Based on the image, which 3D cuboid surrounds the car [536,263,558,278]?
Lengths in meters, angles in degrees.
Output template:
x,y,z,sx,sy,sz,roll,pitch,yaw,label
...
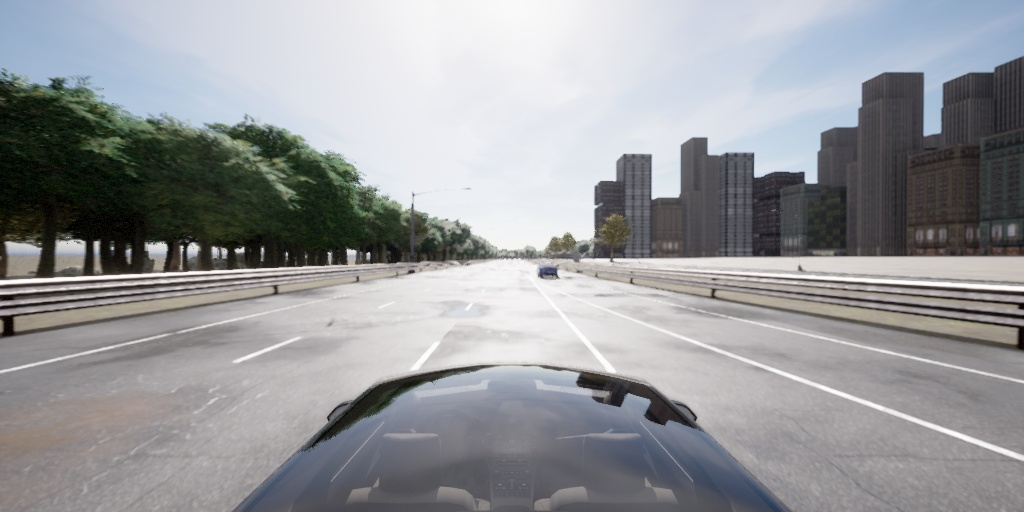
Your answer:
x,y,z,sx,sy,sz,roll,pitch,yaw,label
3.690,1.482,38.118,1.882,1.535,5.008,0,0,-1,car
